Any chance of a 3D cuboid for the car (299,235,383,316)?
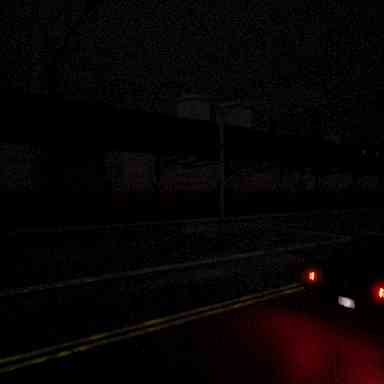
[{"bbox_3d":[4.438,1.572,6.918,4.718,1.301,1.895,0,0,-35],"label":"car"}]
